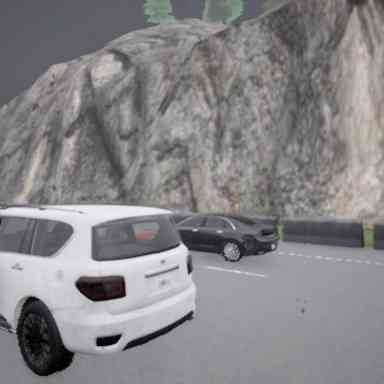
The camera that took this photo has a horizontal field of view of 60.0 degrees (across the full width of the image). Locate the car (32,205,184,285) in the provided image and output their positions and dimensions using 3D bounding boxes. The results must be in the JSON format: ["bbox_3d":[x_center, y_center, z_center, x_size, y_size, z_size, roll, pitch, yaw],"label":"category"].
[{"bbox_3d":[-2.696,1.369,10.222,4.553,1.767,2.097,0,0,36],"label":"car"}]

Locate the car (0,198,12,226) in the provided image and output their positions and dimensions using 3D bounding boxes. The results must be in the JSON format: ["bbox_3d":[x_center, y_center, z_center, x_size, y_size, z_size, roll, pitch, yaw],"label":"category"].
[{"bbox_3d":[-14.692,1.326,23.093,4.553,1.767,2.097,0,0,36],"label":"car"}]

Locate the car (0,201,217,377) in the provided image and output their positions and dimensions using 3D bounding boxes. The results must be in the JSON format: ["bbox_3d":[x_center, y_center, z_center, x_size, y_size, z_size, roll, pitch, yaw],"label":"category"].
[{"bbox_3d":[-2.545,1.237,5.813,5.566,2.045,2.150,0,0,36],"label":"car"}]

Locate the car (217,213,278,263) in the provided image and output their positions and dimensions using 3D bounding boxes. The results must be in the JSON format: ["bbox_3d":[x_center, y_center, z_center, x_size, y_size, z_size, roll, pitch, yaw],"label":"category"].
[{"bbox_3d":[0.646,1.522,12.135,4.892,1.490,1.837,0,0,36],"label":"car"}]
